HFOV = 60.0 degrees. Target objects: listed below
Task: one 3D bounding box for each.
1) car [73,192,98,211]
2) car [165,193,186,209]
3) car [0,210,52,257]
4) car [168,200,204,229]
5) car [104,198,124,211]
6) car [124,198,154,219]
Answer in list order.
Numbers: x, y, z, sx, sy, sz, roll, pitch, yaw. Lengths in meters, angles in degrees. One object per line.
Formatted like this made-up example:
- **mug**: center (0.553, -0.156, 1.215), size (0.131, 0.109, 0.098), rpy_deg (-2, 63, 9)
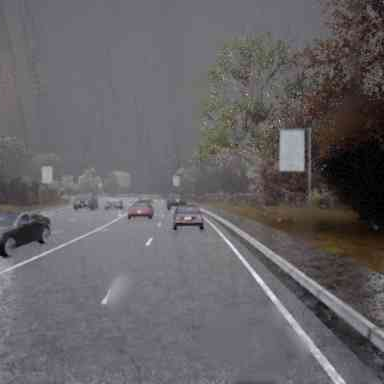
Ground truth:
- **car**: center (-12.548, 1.077, 39.643), size (2.150, 2.045, 5.566), rpy_deg (0, 0, -7)
- **car**: center (-1.949, 1.077, 39.910), size (2.150, 2.045, 5.566), rpy_deg (0, 0, -8)
- **car**: center (-7.108, 1.476, 12.837), size (2.128, 1.511, 4.902), rpy_deg (0, 0, -1)
- **car**: center (-0.290, 1.499, 21.029), size (2.033, 1.411, 5.357), rpy_deg (0, 0, -3)
- **car**: center (-8.909, 1.383, 38.578), size (1.812, 1.442, 4.674), rpy_deg (0, 0, -7)
- **car**: center (-4.241, 1.479, 28.068), size (1.994, 1.385, 4.181), rpy_deg (0, 0, -4)
